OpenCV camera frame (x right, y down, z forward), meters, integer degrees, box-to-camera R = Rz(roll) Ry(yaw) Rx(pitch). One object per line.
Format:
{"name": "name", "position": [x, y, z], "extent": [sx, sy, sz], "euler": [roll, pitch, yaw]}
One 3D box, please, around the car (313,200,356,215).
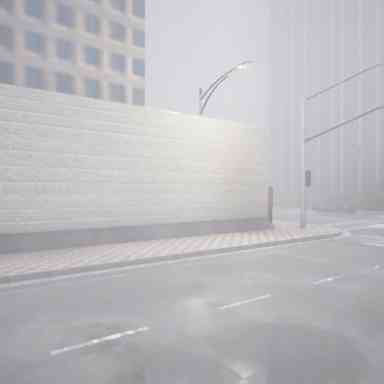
{"name": "car", "position": [15.001, 1.550, 35.187], "extent": [1.994, 1.385, 4.181], "euler": [0, 0, -36]}
